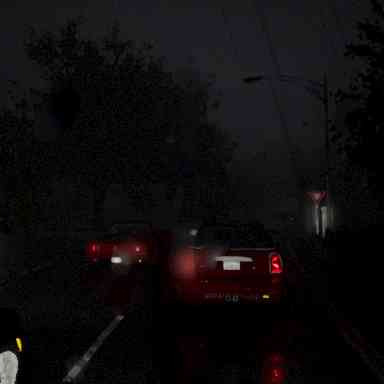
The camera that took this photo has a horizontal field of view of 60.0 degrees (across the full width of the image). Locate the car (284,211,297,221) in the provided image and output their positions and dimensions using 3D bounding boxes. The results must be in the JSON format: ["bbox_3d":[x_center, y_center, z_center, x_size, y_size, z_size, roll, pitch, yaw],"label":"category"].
[{"bbox_3d":[12.998,3.517,47.002,1.837,1.490,4.892,2,-4,-12],"label":"car"}]

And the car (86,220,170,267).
[{"bbox_3d":[-1.755,1.637,11.565,1.895,1.301,4.718,-1,0,9],"label":"car"}]

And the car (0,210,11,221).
[{"bbox_3d":[-28.762,3.618,51.674,2.097,1.767,4.553,-2,-4,29],"label":"car"}]

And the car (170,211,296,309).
[{"bbox_3d":[0.978,1.348,8.102,2.097,1.767,4.553,-1,0,7],"label":"car"}]

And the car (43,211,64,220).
[{"bbox_3d":[-23.382,3.923,54.270,2.128,1.511,4.902,-4,-5,43],"label":"car"}]

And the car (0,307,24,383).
[{"bbox_3d":[-2.900,1.482,1.772,1.882,1.535,5.008,0,0,2],"label":"car"}]
